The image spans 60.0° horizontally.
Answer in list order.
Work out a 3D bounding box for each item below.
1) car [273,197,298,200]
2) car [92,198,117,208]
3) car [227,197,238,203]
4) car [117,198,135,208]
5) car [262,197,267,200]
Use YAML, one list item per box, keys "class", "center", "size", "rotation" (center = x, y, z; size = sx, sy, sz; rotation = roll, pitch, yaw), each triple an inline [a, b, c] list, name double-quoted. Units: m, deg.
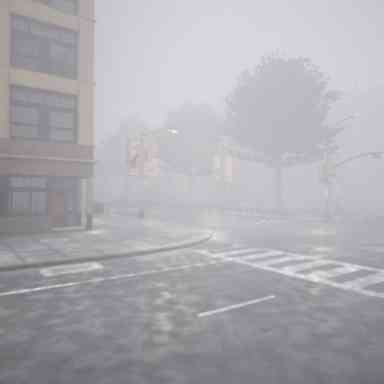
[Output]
- class: "car"
  center: [19.187, 1.749, 69.832]
  size: [2.002, 1.452, 4.674]
  rotation: [1, 0, -36]
- class: "car"
  center: [-13.222, 1.662, 49.029]
  size: [1.812, 1.442, 4.674]
  rotation: [1, 0, -36]
- class: "car"
  center: [8.706, 1.810, 77.310]
  size: [2.161, 1.482, 4.786]
  rotation: [1, 0, -36]
- class: "car"
  center: [-10.421, 1.655, 51.130]
  size: [2.128, 1.511, 4.902]
  rotation: [1, 0, -36]
- class: "car"
  center: [18.354, 1.949, 83.763]
  size: [1.895, 1.301, 4.718]
  rotation: [1, 0, -36]
